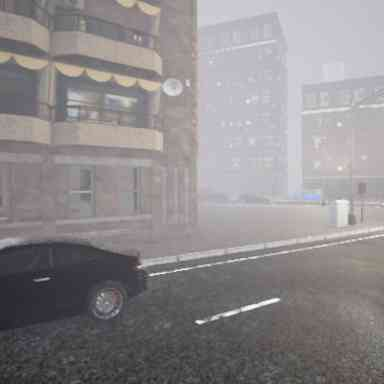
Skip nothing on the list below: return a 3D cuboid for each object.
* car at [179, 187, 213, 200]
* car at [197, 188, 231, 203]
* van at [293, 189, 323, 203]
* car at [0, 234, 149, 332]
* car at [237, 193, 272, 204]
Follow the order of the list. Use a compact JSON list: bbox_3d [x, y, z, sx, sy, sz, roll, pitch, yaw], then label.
[{"bbox_3d":[0.643,0.243,52.757,5.009,1.841,2.192,1,0,23],"label":"car"},{"bbox_3d":[2.446,0.457,42.882,5.009,1.841,2.192,1,0,23],"label":"car"},{"bbox_3d":[16.187,0.540,46.138,3.998,1.788,1.690,1,0,23],"label":"van"},{"bbox_3d":[-2.980,1.491,5.578,4.674,1.442,1.812,0,0,-35],"label":"car"},{"bbox_3d":[7.623,0.815,40.676,4.206,1.307,1.802,1,0,23],"label":"car"}]
